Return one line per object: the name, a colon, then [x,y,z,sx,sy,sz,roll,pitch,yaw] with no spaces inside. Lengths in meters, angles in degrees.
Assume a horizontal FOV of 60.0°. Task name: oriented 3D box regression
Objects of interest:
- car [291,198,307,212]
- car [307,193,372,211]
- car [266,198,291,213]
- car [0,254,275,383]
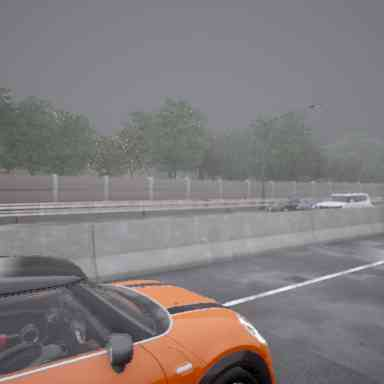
car: [11.396,1.247,29.732,4.553,1.767,2.097,0,0,-36]
car: [11.662,1.125,25.589,5.566,2.045,2.150,0,0,-36]
car: [9.318,1.400,32.548,4.892,1.490,1.837,0,0,-36]
car: [-1.404,1.350,2.746,4.553,1.767,2.097,0,0,-36]
